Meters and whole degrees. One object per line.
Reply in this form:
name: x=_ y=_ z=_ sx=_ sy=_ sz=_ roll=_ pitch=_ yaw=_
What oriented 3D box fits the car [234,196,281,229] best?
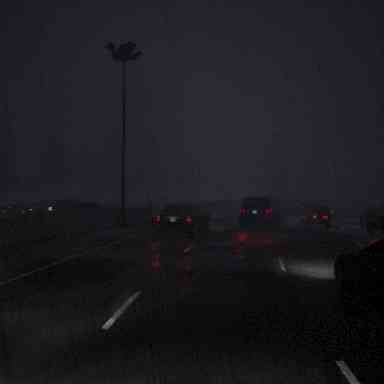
car: x=4.673 y=1.293 z=22.329 sx=2.150 sy=2.045 sz=5.566 roll=0 pitch=0 yaw=20

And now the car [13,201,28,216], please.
car: x=-14.161 y=1.507 z=31.948 sx=1.837 sy=1.490 sz=4.892 roll=0 pitch=0 yaw=23

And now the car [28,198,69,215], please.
car: x=-11.514 y=1.361 z=29.162 sx=2.097 sy=1.767 sz=4.553 roll=0 pitch=0 yaw=22

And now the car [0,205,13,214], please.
car: x=-17.183 y=1.593 z=33.912 sx=1.895 sy=1.301 sz=4.718 roll=0 pitch=0 yaw=23

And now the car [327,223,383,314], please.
car: x=4.158 y=1.559 z=6.107 sx=1.812 sy=1.442 sz=4.674 roll=0 pitch=0 yaw=6

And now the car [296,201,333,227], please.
car: x=8.832 y=1.639 z=23.421 sx=2.033 sy=1.411 sz=5.357 roll=0 pitch=0 yaw=24

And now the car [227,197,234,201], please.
car: x=9.556 y=1.710 z=64.551 sx=4.674 sy=1.442 sz=1.812 roll=0 pitch=0 yaw=-41

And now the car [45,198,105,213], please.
car: x=-8.883 y=1.520 z=26.391 sx=1.837 sy=1.490 sz=4.892 roll=0 pitch=0 yaw=22

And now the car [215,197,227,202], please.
car: x=6.528 y=1.732 z=66.562 sx=4.181 sy=1.385 sz=1.994 roll=0 pitch=0 yaw=-42

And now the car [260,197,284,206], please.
car: x=14.398 y=1.721 z=59.498 sx=4.674 sy=1.442 sz=1.812 roll=0 pitch=0 yaw=-41

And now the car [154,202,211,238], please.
car: x=-0.364 y=1.390 z=18.244 sx=2.097 sy=1.767 sz=4.553 roll=0 pitch=0 yaw=16

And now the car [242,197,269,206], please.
car: x=11.814 y=1.736 z=61.905 sx=5.357 sy=1.411 sz=2.033 roll=0 pitch=0 yaw=-41

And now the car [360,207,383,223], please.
car: x=11.100 y=1.620 z=19.554 sx=1.812 sy=1.442 sz=4.674 roll=0 pitch=0 yaw=20
